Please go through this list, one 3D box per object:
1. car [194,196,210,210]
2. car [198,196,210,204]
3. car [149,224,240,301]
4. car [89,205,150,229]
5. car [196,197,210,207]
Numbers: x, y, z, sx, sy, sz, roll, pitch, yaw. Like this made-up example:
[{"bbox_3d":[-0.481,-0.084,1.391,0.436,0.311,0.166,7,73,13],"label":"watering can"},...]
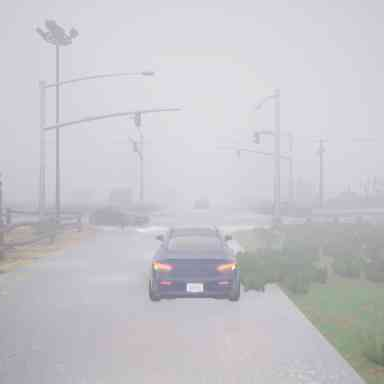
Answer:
[{"bbox_3d":[1.296,1.512,42.847,2.033,1.411,5.357,0,0,3],"label":"car"},{"bbox_3d":[2.318,1.512,63.508,2.033,1.411,5.357,0,0,3],"label":"car"},{"bbox_3d":[0.053,1.526,8.187,1.812,1.442,4.674,0,0,0],"label":"car"},{"bbox_3d":[-4.729,1.564,21.664,4.181,1.385,1.994,0,-1,34],"label":"car"},{"bbox_3d":[1.779,1.512,52.997,2.033,1.411,5.357,0,0,3],"label":"car"}]
